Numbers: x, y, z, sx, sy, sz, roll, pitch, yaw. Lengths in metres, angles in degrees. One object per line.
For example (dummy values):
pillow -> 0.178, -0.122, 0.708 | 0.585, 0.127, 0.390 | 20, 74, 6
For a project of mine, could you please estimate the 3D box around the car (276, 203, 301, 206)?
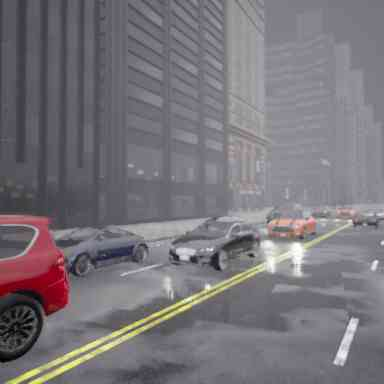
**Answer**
car -> 8.864, 2.069, 31.041 | 2.150, 2.045, 5.566 | -1, -2, 33

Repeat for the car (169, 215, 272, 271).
car -> 1.056, 1.842, 12.466 | 2.128, 1.511, 4.902 | -1, -2, 32

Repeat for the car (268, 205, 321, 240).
car -> 6.439, 1.932, 21.097 | 2.097, 1.767, 4.553 | -1, -2, 32

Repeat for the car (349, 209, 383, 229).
car -> 15.079, 2.371, 28.595 | 1.895, 1.301, 4.718 | -1, -2, 32

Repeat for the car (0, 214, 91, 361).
car -> -4.204, 1.347, 4.024 | 2.150, 2.045, 5.566 | -1, -2, 32

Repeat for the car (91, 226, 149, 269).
car -> -3.385, 1.895, 11.472 | 1.994, 1.385, 4.181 | -1, -2, 33

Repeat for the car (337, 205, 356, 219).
car -> 19.935, 2.504, 42.620 | 2.097, 1.767, 4.553 | -1, -2, 32

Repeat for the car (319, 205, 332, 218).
car -> 17.176, 2.557, 44.336 | 2.097, 1.767, 4.553 | -1, -2, 32
